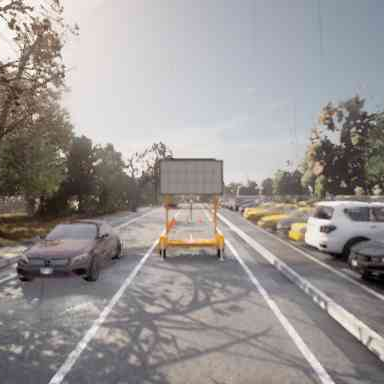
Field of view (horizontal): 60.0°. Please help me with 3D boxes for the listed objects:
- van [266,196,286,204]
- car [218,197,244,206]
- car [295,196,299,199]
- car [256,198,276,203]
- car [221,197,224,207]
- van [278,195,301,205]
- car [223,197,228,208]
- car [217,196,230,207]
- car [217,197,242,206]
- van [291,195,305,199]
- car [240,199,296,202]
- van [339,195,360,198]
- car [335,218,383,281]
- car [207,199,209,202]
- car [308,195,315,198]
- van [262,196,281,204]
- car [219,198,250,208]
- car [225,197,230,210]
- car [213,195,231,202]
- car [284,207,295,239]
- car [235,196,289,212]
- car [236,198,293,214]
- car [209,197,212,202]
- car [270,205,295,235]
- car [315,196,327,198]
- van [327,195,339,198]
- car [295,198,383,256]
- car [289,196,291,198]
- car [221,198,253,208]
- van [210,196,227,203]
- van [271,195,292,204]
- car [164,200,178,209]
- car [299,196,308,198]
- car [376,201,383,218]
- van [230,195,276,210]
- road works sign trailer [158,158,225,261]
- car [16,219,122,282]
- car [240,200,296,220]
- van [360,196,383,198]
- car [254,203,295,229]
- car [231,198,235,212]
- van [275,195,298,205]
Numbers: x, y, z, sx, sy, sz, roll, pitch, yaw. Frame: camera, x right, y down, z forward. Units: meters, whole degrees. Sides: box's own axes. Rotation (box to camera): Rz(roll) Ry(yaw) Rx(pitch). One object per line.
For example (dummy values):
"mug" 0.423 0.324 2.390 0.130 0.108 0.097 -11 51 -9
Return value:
"van" 20.291 1.862 80.740 4.442 1.987 1.878 0 -1 0
"car" 7.159 1.742 61.579 4.553 1.767 2.185 0 0 0
"car" 20.233 1.853 55.948 4.674 1.452 2.002 0 0 0
"car" 20.482 2.357 91.810 5.008 1.535 2.097 0 -1 0
"car" 7.062 1.783 47.698 4.792 1.488 2.163 0 0 0
"van" 20.446 1.701 69.800 4.442 1.987 1.878 0 0 0
"car" 7.042 1.761 44.922 4.792 1.488 2.163 0 0 0
"car" 6.926 1.774 50.475 5.366 1.575 1.946 0 0 0
"car" 7.179 1.765 64.355 4.553 1.767 2.185 0 0 0
"van" 20.367 1.610 58.720 4.442 1.987 1.878 0 0 0
"car" 7.138 1.612 28.272 5.366 1.575 1.946 0 0 0
"van" 20.227 1.449 39.204 4.442 1.987 1.878 0 0 0
"car" 6.819 1.616 8.843 5.008 1.535 2.097 0 0 0
"car" 7.414 2.371 92.090 5.008 1.535 2.097 0 -1 0
"car" 20.142 1.492 47.515 5.566 2.045 2.435 0 0 0
"van" 20.564 1.996 86.276 4.442 1.987 1.878 0 -1 0
"car" 7.145 1.823 56.026 4.892 1.521 2.231 0 0 0
"car" 7.023 1.738 42.146 4.792 1.488 2.163 0 0 0
"car" 6.985 1.842 58.803 5.366 1.575 1.946 0 0 0
"car" 7.039 1.611 14.394 5.366 1.575 1.946 0 0 0
"car" 7.023 1.517 33.821 4.553 1.767 2.185 0 0 0
"car" 6.966 1.627 31.041 4.892 1.521 2.231 0 0 0
"car" 7.318 1.730 75.460 5.566 2.045 2.435 0 0 0
"car" 6.879 1.614 17.172 4.892 1.521 2.231 0 0 0
"car" 20.122 1.469 44.745 5.566 2.045 2.435 0 0 0
"van" 20.014 1.472 41.976 4.442 1.987 1.878 0 0 0
"car" 6.862 1.364 11.619 5.566 2.045 2.435 0 0 0
"car" 20.267 1.897 61.363 4.674 1.452 2.002 0 0 0
"car" 7.137 1.800 53.249 4.892 1.521 2.231 0 0 0
"van" 7.545 2.212 94.870 4.442 1.987 1.878 0 -1 0
"van" 20.252 1.746 75.350 4.442 1.987 1.878 0 -1 0
"car" -3.238 1.891 51.765 1.895 1.301 4.718 0 0 0
"car" 20.204 1.789 53.054 5.008 1.535 2.097 0 0 0
"car" 20.080 1.645 30.896 4.792 1.488 2.163 0 0 0
"van" 7.148 1.460 39.371 4.442 1.987 1.878 0 0 0
"road works sign trailer" -0.029 0.518 12.537 2.380 3.560 2.880 0 0 -1
"car" -3.357 1.569 10.008 1.812 1.442 4.674 0 0 0
"car" 6.748 1.608 25.622 5.366 1.575 1.946 0 0 0
"van" 19.963 1.407 33.650 4.442 1.987 1.878 0 0 0
"car" 6.708 1.608 19.949 5.366 1.575 1.946 0 0 0
"car" 7.041 1.692 36.593 4.792 1.488 2.163 0 0 0
"van" 20.465 1.722 72.445 4.442 1.987 1.878 0 0 0
